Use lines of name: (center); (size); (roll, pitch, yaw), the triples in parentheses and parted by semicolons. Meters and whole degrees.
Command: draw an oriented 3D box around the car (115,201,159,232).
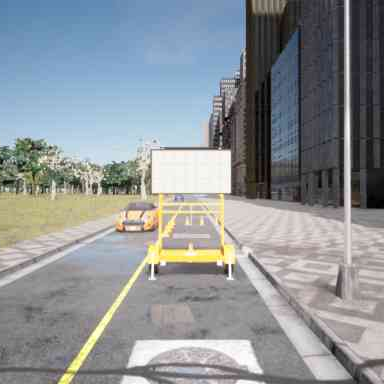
car: (-3.141, 1.357, 19.950); (2.097, 1.767, 4.553); (0, 0, 0)

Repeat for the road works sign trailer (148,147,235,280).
road works sign trailer: (-0.020, 0.466, 9.933); (2.380, 3.560, 2.880); (0, 0, 0)

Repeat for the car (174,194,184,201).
car: (-3.170, 1.255, 82.007); (2.150, 2.045, 5.566); (0, 0, 0)
